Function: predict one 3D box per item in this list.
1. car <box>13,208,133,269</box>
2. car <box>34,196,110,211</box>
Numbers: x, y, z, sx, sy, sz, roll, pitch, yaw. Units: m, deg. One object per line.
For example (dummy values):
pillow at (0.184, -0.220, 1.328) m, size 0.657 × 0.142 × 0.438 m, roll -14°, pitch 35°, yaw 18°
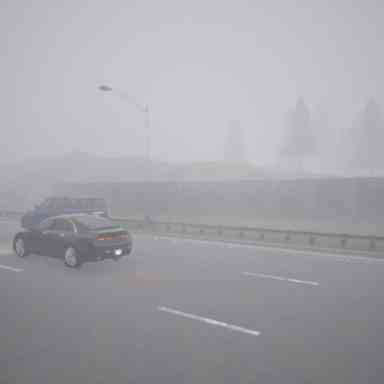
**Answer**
car at (-4.147, 1.515, 11.244) m, size 4.892 × 1.490 × 1.837 m, roll 0°, pitch 0°, yaw 36°
car at (-6.595, 1.236, 17.290) m, size 5.566 × 2.045 × 2.150 m, roll 0°, pitch 0°, yaw 35°
